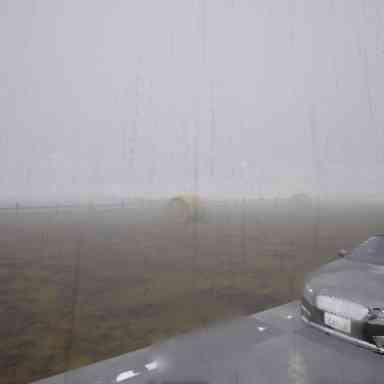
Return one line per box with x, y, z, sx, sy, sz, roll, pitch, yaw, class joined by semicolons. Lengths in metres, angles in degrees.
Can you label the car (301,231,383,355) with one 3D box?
3.939;1.462;5.852;4.902;1.511;2.128;0;0;-35;car
